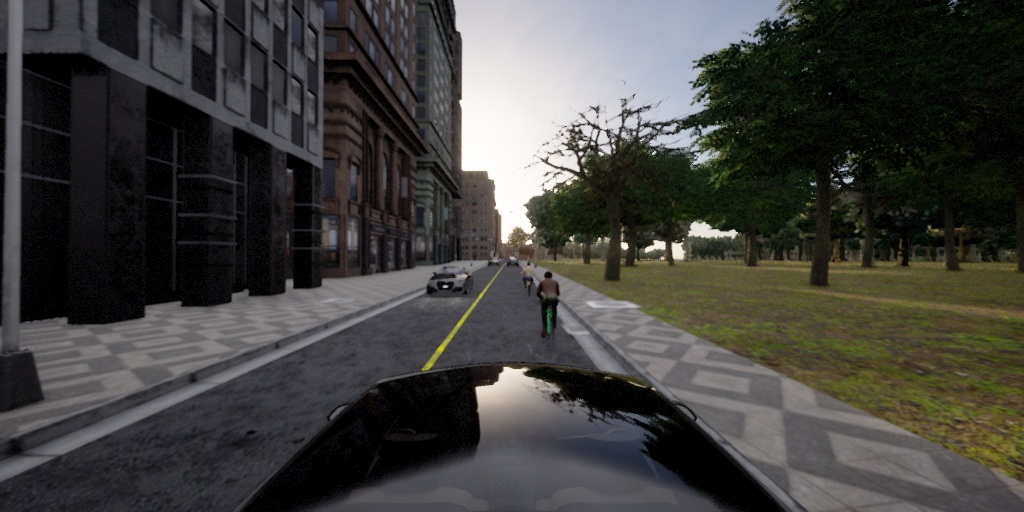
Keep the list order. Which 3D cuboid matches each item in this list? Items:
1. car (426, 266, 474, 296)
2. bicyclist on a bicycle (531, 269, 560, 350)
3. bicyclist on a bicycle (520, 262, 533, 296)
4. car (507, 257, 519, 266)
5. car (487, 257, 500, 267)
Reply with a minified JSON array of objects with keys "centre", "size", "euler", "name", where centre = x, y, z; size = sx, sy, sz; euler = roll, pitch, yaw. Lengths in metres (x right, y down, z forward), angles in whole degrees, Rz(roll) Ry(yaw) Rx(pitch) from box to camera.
[{"centre":[-3.091,1.221,18.602],"size":[1.994,1.385,4.181],"euler":[0,0,0],"name":"car"},{"centre":[0.827,1.168,8.010],"size":[0.582,1.620,1.656],"euler":[0,0,0],"name":"bicyclist on a bicycle"},{"centre":[0.803,1.100,17.404],"size":[0.866,1.612,1.509],"euler":[0,0,1],"name":"bicyclist on a bicycle"},{"centre":[0.125,1.003,60.704],"size":[1.812,1.442,4.674],"euler":[0,0,0],"name":"car"},{"centre":[-3.035,0.985,59.863],"size":[1.837,1.490,4.892],"euler":[0,0,1],"name":"car"}]
